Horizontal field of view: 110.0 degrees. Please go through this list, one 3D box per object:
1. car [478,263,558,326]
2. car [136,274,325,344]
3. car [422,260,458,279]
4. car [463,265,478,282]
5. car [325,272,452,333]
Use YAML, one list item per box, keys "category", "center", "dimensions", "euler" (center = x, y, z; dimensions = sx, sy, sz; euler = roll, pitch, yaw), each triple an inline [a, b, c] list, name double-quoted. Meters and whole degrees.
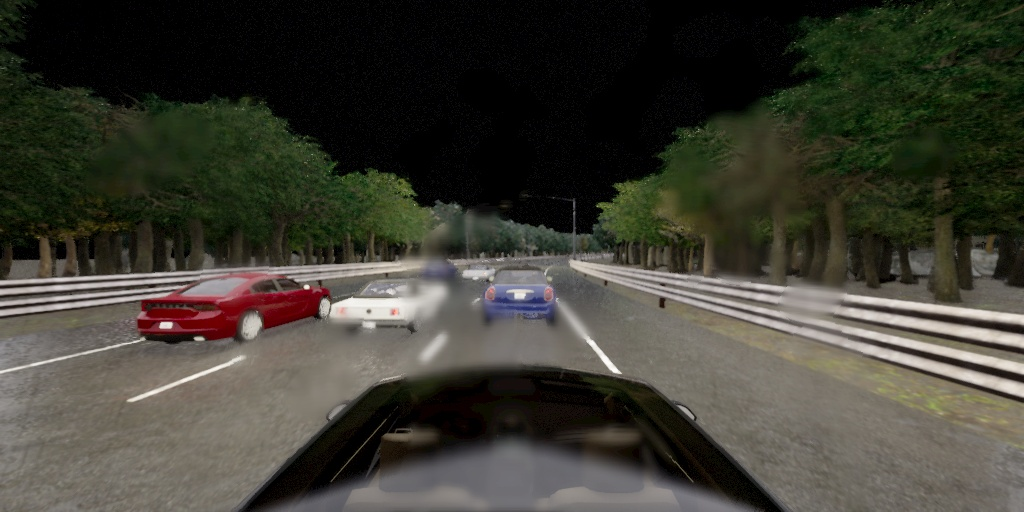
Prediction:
- category: "car"
  center: [0.279, 1.087, 11.714]
  dimensions: [2.097, 1.767, 4.553]
  euler: [0, 0, 2]
- category: "car"
  center: [-6.788, 1.211, 9.572]
  dimensions: [1.882, 1.535, 5.008]
  euler: [0, 0, 1]
- category: "car"
  center: [-5.846, 1.077, 29.556]
  dimensions: [2.097, 1.767, 4.553]
  euler: [0, 0, 4]
- category: "car"
  center: [-2.445, 1.329, 28.171]
  dimensions: [1.895, 1.301, 4.718]
  euler: [0, 0, 4]
- category: "car"
  center: [-3.260, 1.336, 10.624]
  dimensions: [1.895, 1.301, 4.718]
  euler: [0, 0, 2]
